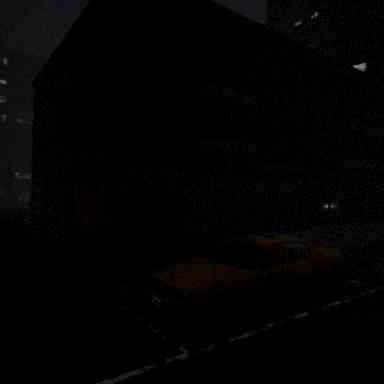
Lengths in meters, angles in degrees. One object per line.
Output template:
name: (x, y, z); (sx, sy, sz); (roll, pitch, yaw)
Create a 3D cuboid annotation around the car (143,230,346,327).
car: (1.355, 1.527, 7.038); (4.829, 1.417, 1.752); (0, 2, -35)
